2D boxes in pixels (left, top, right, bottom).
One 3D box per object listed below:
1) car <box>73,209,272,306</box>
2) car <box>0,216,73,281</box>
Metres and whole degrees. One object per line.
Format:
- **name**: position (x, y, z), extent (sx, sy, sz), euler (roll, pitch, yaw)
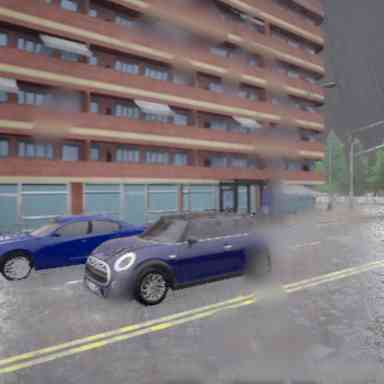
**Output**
- **car**: position (-0.199, 1.317, 8.093), extent (4.553, 1.767, 2.097), euler (-1, 0, -35)
- **car**: position (-3.574, 1.456, 9.999), extent (5.008, 1.535, 1.882), euler (0, 0, -35)
